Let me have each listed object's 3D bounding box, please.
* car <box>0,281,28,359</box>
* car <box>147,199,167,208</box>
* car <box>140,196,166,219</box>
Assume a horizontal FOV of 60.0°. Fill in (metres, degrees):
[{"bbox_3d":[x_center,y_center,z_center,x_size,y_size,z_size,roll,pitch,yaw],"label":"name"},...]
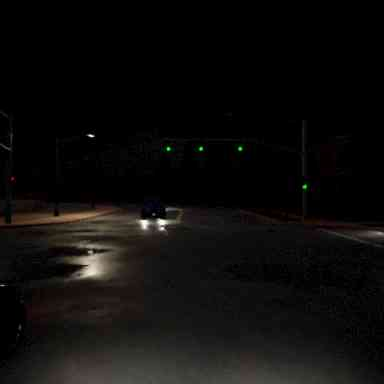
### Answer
[{"bbox_3d":[-3.444,1.585,3.230,1.994,1.385,4.181,0,0,1],"label":"car"},{"bbox_3d":[-5.904,1.901,55.606,1.895,1.301,4.718,0,0,-23],"label":"car"},{"bbox_3d":[-3.692,1.507,31.398,2.150,2.045,5.566,0,1,-9],"label":"car"}]
